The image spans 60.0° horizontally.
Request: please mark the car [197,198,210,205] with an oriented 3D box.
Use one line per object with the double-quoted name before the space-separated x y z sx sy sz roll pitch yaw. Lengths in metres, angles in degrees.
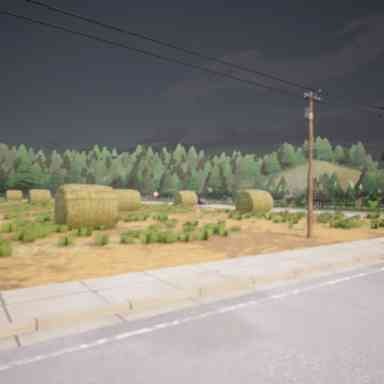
"car" 1.727 1.946 64.843 1.812 1.442 4.674 1 0 -33
